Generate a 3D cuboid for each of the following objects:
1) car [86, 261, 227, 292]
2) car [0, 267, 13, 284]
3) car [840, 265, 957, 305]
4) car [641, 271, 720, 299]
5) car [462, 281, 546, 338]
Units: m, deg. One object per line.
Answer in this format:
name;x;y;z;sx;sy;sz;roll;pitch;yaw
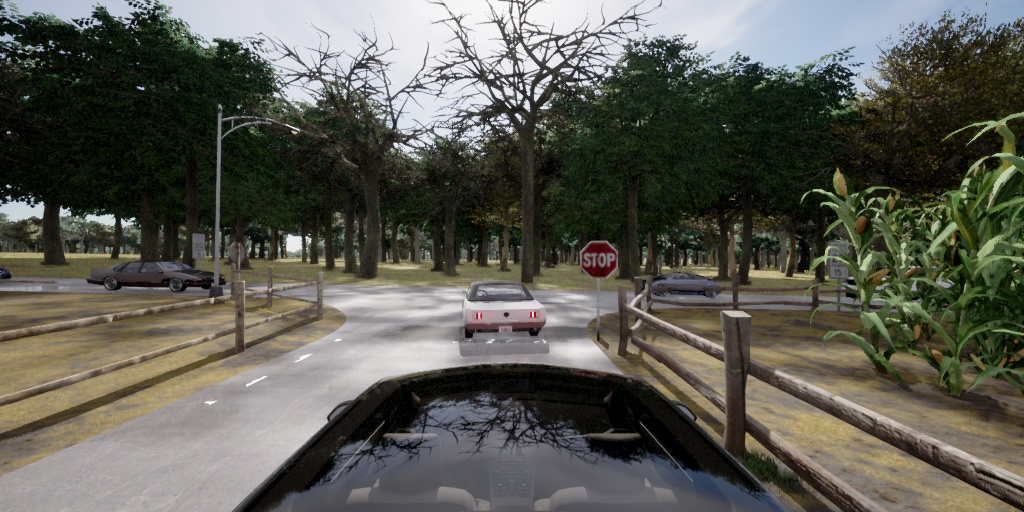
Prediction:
car;-16.976;0.924;17.248;5.357;1.411;2.033;1;0;0
car;-27.335;0.658;17.293;4.674;1.442;1.812;2;0;0
car;21.720;1.519;20.016;5.566;2.045;2.150;2;0;1
car;9.225;1.564;20.076;4.181;1.385;1.994;1;0;0
car;-0.458;1.351;10.221;1.895;1.301;4.718;0;0;-8
